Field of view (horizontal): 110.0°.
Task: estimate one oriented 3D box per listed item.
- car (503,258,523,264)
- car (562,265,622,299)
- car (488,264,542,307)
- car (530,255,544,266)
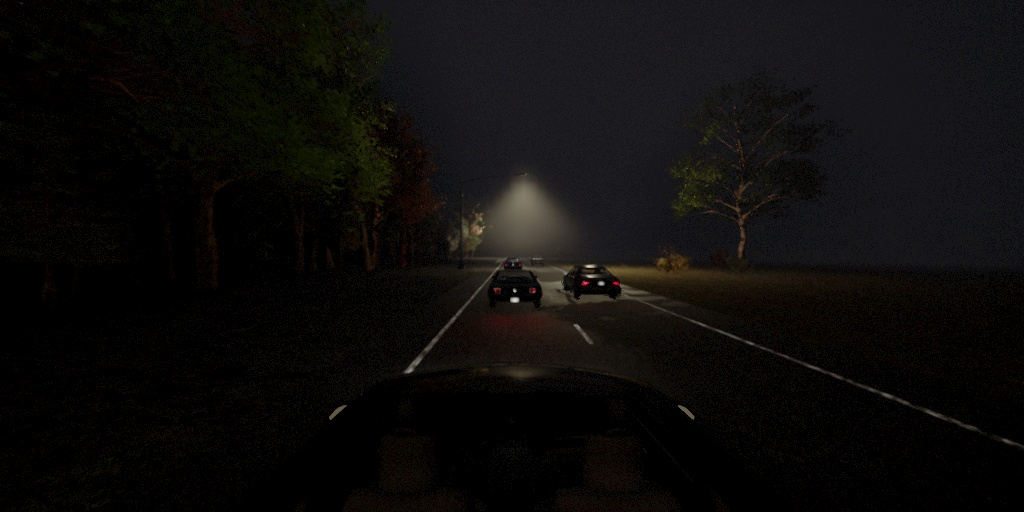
[{"bbox_3d":[0.107,0.871,36.326,2.033,1.411,5.357,0,1,0],"label":"car"},{"bbox_3d":[3.563,1.113,16.801,2.033,1.411,5.357,0,1,0],"label":"car"},{"bbox_3d":[0.104,1.194,14.563,1.895,1.301,4.718,0,1,0],"label":"car"},{"bbox_3d":[3.611,0.607,52.377,2.128,1.511,4.902,0,1,0],"label":"car"}]
